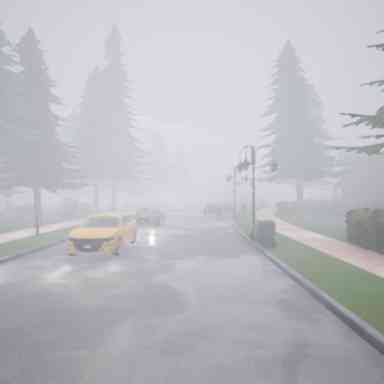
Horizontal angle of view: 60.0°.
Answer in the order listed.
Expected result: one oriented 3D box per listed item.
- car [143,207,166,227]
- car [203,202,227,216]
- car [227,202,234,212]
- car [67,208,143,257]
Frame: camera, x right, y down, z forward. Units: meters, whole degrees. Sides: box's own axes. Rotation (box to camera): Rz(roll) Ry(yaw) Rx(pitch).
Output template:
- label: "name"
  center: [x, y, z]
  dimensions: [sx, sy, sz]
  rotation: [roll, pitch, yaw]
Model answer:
- label: "car"
  center: [-3.174, 1.829, 24.781]
  dimensions: [1.994, 1.385, 4.181]
  rotation: [0, -1, 4]
- label: "car"
  center: [2.467, 1.895, 37.962]
  dimensions: [2.128, 1.511, 4.902]
  rotation: [0, -1, 11]
- label: "car"
  center: [4.685, 2.063, 47.010]
  dimensions: [1.994, 1.385, 4.181]
  rotation: [0, -1, 16]
- label: "car"
  center: [-3.537, 1.626, 13.890]
  dimensions: [1.882, 1.535, 5.008]
  rotation: [0, -1, 1]
